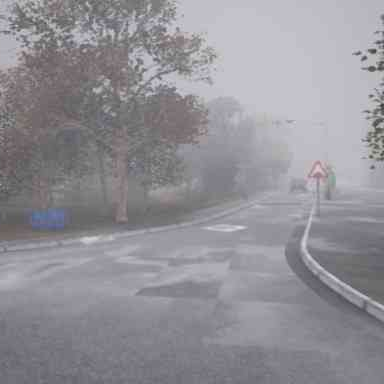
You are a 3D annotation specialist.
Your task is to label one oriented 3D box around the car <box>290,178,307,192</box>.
[{"bbox_3d":[16.179,-1.073,50.608,2.150,2.045,5.566,-1,3,21],"label":"car"}]
